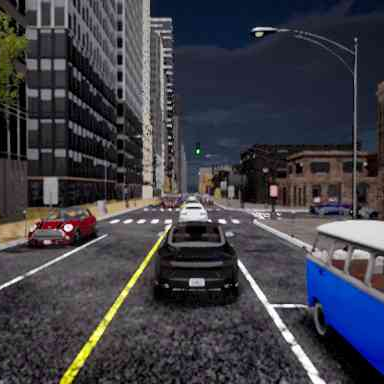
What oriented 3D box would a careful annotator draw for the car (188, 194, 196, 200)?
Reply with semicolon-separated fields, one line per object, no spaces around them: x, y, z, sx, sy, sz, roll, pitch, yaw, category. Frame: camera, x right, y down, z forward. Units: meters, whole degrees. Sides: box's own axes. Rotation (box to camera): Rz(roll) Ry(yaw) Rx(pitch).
0.029;1.348;89.934;2.097;1.767;4.553;0;0;0;car

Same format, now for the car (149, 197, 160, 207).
-5.822;1.565;52.864;1.752;1.417;4.829;-1;0;0;car

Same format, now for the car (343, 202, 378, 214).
16.427;1.824;29.950;4.313;1.339;1.947;1;0;1;car

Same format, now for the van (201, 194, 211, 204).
2.696;1.391;64.265;1.690;1.788;3.998;-1;0;0;van

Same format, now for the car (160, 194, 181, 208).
-3.079;1.389;49.187;2.097;1.767;4.553;0;0;0;car

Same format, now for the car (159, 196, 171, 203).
-5.645;1.620;69.966;1.947;1.339;4.313;-1;0;0;car

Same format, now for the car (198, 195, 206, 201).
2.709;1.625;92.485;2.008;1.369;4.403;-1;0;0;car

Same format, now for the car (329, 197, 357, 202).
16.539;1.450;38.327;5.009;1.841;2.192;1;0;1;car

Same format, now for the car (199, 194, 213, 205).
2.696;1.485;58.620;1.967;1.590;4.097;-1;0;0;car

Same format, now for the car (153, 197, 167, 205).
-5.649;1.611;58.677;1.947;1.339;4.313;-1;0;0;car

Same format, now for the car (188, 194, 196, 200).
0.026;1.585;79.930;1.812;1.442;4.674;0;0;0;car

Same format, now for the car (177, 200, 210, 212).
0.104;1.543;23.351;1.812;1.442;4.674;0;0;0;car

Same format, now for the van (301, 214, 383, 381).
2.676;1.344;4.000;1.690;1.788;3.998;-1;0;0;van

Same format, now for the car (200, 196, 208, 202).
2.704;1.641;75.552;1.802;1.307;4.206;-1;0;0;car

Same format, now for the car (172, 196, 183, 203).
-2.977;1.531;69.026;1.882;1.535;5.008;0;0;0;car

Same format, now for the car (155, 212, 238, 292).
0.100;1.512;8.936;1.837;1.490;4.892;0;0;0;car

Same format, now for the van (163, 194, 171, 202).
-5.647;1.400;75.610;1.690;1.788;3.998;-1;0;0;van

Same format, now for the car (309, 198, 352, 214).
14.828;1.721;35.765;4.181;1.385;1.994;1;1;1;car

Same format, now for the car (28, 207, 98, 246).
-5.699;1.451;15.086;1.967;1.590;4.097;-1;0;0;car

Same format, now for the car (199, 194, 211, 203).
2.697;1.369;69.908;2.192;1.841;5.009;-1;0;0;car
